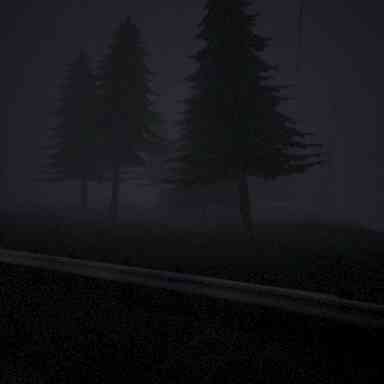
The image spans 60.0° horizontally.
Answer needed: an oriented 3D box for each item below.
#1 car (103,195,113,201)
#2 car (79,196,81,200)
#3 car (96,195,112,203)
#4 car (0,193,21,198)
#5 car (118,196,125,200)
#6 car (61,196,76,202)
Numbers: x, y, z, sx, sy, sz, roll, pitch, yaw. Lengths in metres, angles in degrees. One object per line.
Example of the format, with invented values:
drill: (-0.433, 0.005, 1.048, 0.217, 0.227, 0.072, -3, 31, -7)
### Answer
car: (-22.220, 1.525, 88.247, 2.128, 1.511, 4.902, 0, 0, -10)
car: (-29.656, 1.595, 90.481, 1.895, 1.301, 4.718, 0, 0, -14)
car: (-17.951, 1.544, 70.468, 2.033, 1.411, 5.357, 0, 0, 2)
car: (-38.980, 1.225, 71.219, 2.150, 2.045, 5.566, 0, 0, 5)
car: (-18.529, 1.595, 86.902, 1.895, 1.301, 4.718, 0, 0, -10)
car: (-28.333, 1.595, 76.548, 1.895, 1.301, 4.718, 0, 0, -2)
